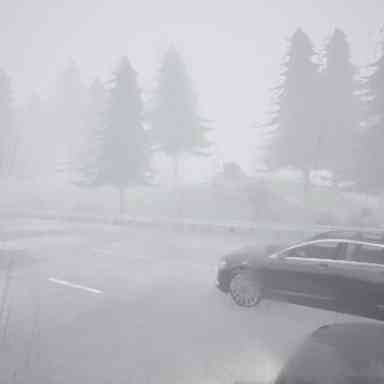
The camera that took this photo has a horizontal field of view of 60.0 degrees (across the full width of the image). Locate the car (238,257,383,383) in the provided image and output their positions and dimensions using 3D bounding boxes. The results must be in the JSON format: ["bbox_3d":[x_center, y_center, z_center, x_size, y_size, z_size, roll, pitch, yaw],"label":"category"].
[{"bbox_3d":[3.131,1.544,1.758,5.357,1.411,2.033,0,0,36],"label":"car"}]

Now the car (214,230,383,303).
[{"bbox_3d":[2.748,1.496,6.332,4.902,1.511,2.128,0,0,36],"label":"car"}]
